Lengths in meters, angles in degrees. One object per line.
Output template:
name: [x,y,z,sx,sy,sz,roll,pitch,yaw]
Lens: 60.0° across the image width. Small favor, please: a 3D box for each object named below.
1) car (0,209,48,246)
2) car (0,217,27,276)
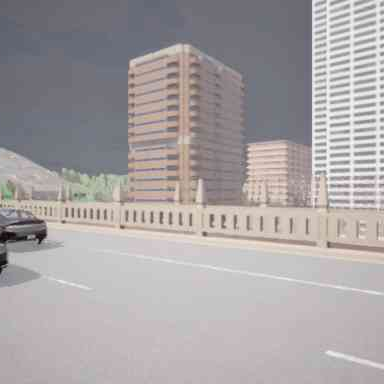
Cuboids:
car: [-8.087,1.492,14.059,4.902,1.511,2.128,0,0,35]
car: [-6.763,1.492,8.815,4.902,1.511,2.128,0,0,36]
